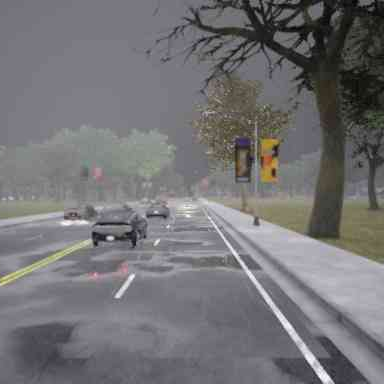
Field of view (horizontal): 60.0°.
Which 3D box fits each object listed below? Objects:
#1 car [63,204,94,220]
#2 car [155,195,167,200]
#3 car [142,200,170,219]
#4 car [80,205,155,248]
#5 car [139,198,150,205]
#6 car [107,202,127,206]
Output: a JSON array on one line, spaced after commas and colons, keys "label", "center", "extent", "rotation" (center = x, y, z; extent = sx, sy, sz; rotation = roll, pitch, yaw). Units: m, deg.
[{"label": "car", "center": [-9.852, 1.750, 29.645], "extent": [1.994, 1.385, 4.181], "rotation": [0, 0, 0]}, {"label": "car", "center": [-6.512, 1.658, 69.975], "extent": [2.150, 2.045, 5.566], "rotation": [0, 0, 0]}, {"label": "car", "center": [-3.158, 1.760, 31.323], "extent": [1.994, 1.385, 4.181], "rotation": [0, 0, 0]}, {"label": "car", "center": [-3.154, 1.587, 15.303], "extent": [2.128, 1.511, 4.902], "rotation": [0, 0, 0]}, {"label": "car", "center": [-9.762, 1.958, 70.002], "extent": [1.812, 1.442, 4.674], "rotation": [0, 0, 0]}, {"label": "car", "center": [-6.603, 1.661, 29.226], "extent": [1.882, 1.535, 5.008], "rotation": [0, 0, 0]}]
